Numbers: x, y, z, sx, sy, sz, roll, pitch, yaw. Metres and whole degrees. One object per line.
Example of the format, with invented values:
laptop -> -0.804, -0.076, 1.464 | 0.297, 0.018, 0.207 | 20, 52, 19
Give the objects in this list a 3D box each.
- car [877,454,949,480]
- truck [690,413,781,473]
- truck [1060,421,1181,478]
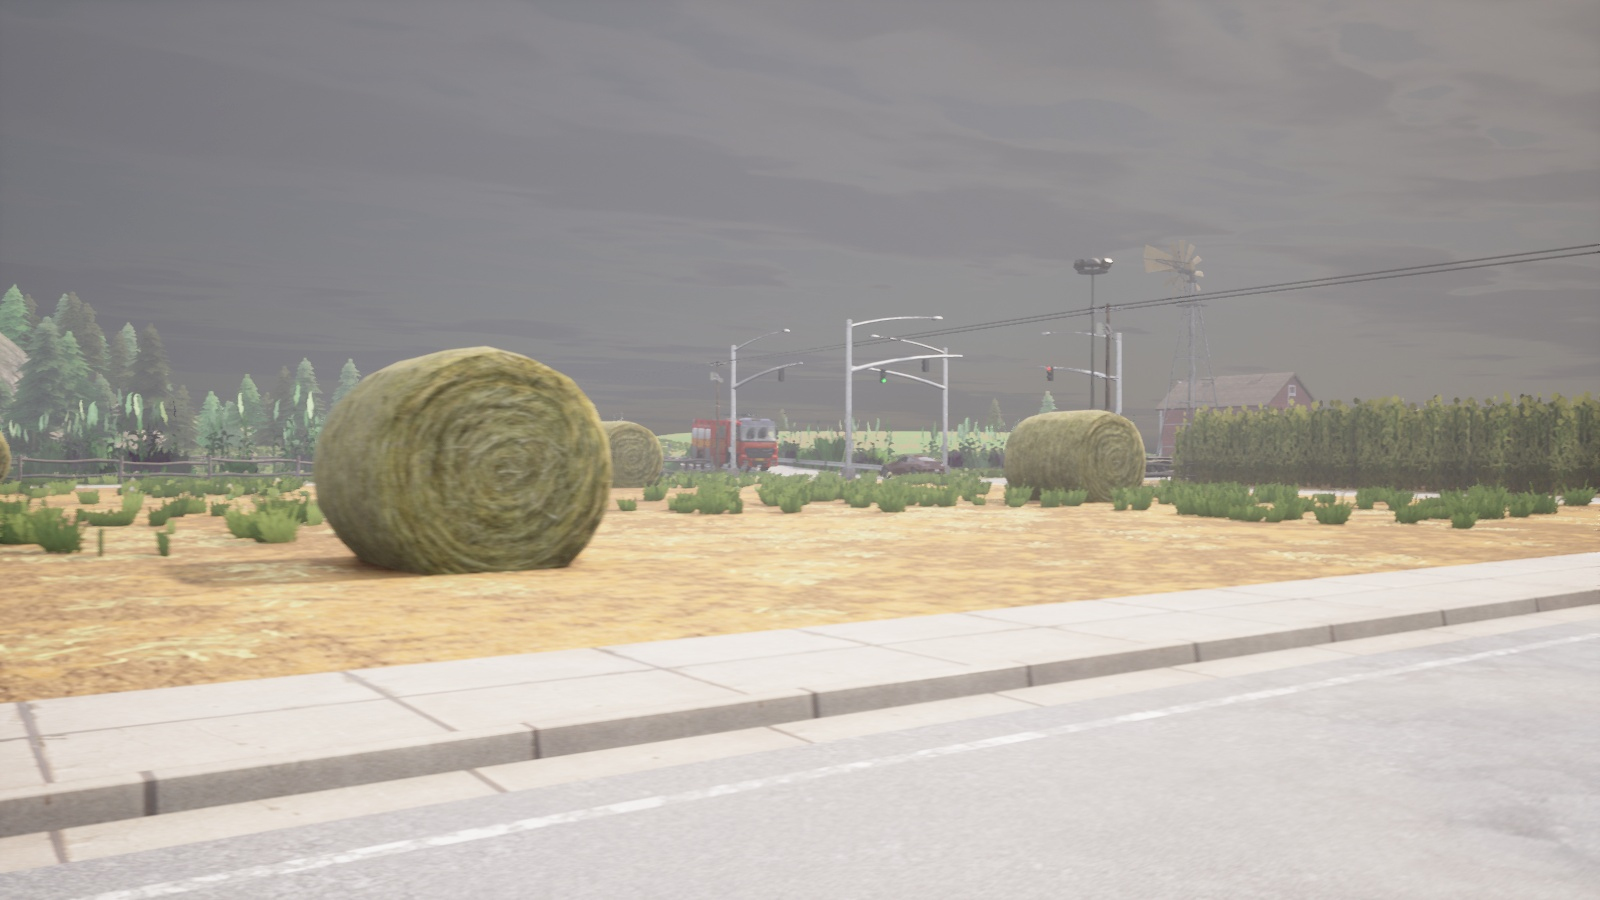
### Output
car -> 6.590, 0.978, 73.881 | 1.812, 1.442, 4.674 | 0, 0, -31
truck -> -4.546, -0.560, 86.439 | 2.891, 3.827, 8.468 | 0, 2, -28
truck -> 20.452, -0.041, 79.968 | 7.936, 3.462, 2.891 | 0, 0, -34
